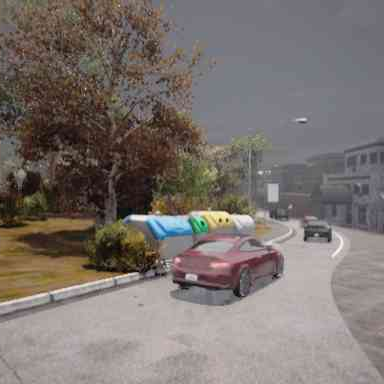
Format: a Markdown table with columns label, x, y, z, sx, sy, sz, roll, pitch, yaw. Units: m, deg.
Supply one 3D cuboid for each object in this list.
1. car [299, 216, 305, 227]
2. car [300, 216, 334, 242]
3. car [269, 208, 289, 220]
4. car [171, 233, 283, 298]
| label | x | y | z | sx | sy | sz | roll | pitch | yaw |
| --- | --- | --- | --- | --- | --- | --- | --- | --- | --- |
| car | 13.964 | 3.581 | 39.618 | 1.882 | 1.535 | 5.008 | 0 | -2 | 11 |
| car | 9.584 | 2.857 | 25.233 | 1.837 | 1.490 | 4.892 | 0 | -3 | 23 |
| car | 15.160 | 3.810 | 58.346 | 2.150 | 2.045 | 5.566 | 0 | 0 | -2 |
| car | 1.208 | 1.938 | 9.661 | 1.812 | 1.442 | 4.674 | 0 | -3 | 32 |
